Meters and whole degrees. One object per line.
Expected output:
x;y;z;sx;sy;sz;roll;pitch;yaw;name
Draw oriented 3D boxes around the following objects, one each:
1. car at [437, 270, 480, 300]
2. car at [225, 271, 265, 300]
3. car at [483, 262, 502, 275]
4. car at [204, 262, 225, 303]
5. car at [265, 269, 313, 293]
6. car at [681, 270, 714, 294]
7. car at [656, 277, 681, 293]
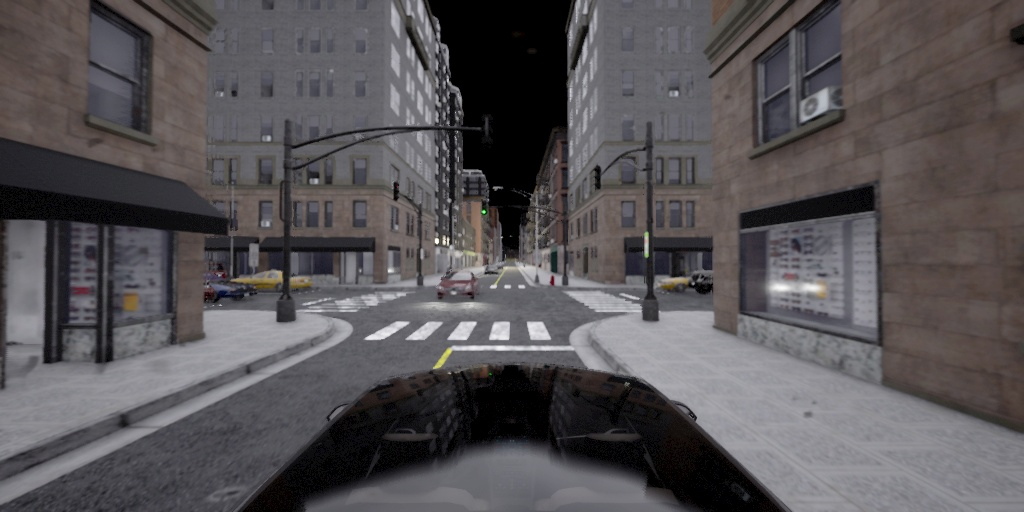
-2.742;1.513;19.243;1.812;1.442;4.674;0;-1;0;car
-15.279;1.456;17.056;5.357;1.411;2.033;0;-1;0;car
-2.731;1.841;48.380;1.837;1.490;4.892;0;1;0;car
-15.095;1.183;14.508;5.009;1.841;2.192;0;0;0;car
-15.241;1.520;22.533;4.829;1.417;1.751;0;0;0;car
12.847;1.201;19.961;5.566;2.045;2.150;0;-1;0;car
11.642;1.544;22.483;4.829;1.417;1.751;0;0;0;car
